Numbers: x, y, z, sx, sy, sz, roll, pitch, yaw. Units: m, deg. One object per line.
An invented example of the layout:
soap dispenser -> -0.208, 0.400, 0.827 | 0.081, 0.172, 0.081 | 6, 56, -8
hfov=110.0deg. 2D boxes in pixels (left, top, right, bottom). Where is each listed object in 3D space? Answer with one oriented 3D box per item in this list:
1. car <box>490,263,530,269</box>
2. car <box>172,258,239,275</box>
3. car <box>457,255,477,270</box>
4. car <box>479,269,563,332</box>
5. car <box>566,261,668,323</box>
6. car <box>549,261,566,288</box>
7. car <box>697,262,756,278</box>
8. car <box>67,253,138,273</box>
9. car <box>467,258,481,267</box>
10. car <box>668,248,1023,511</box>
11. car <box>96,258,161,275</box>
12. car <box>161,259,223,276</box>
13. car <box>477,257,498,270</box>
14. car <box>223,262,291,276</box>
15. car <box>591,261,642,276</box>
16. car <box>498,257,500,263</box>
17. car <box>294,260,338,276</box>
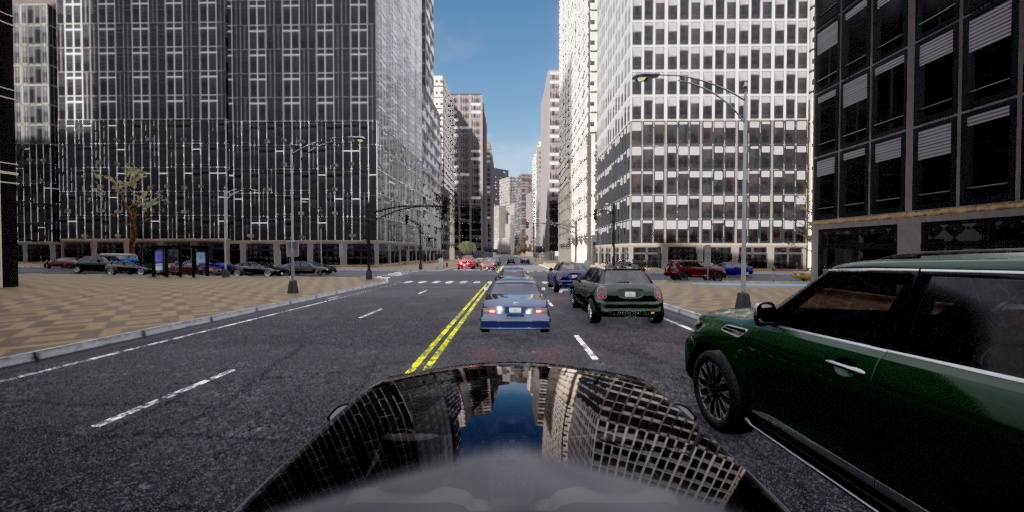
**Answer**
car -> 0.054, 1.304, 20.014 | 1.994, 1.385, 4.181 | 0, 0, 0
car -> -29.850, 0.976, 35.033 | 5.008, 1.535, 1.882 | 1, 1, 1
car -> -6.714, 0.933, 53.353 | 2.150, 2.045, 5.566 | 0, 0, 0
car -> 0.080, 1.293, 10.771 | 2.033, 1.411, 5.357 | 0, 0, 0
car -> 3.325, 1.097, 12.217 | 2.097, 1.767, 4.553 | 0, 0, 0
car -> 3.303, 1.091, 21.082 | 2.097, 1.767, 4.553 | 0, 0, 0
car -> 22.343, 1.391, 37.453 | 5.008, 1.535, 1.882 | 0, 1, 1
car -> -39.881, 0.759, 35.219 | 4.553, 1.767, 2.097 | 1, 1, 1
car -> -6.710, 1.177, 63.698 | 1.882, 1.535, 5.008 | 0, 0, 1
car -> 3.345, 0.971, 2.371 | 2.150, 2.045, 5.566 | 0, 0, 0
car -> -34.170, 1.068, 32.477 | 4.313, 1.339, 1.948 | 0, 0, 1
car -> -28.489, 1.136, 32.318 | 4.207, 1.307, 1.802 | 0, 0, 1
car -> -3.433, 1.066, 51.209 | 2.097, 1.767, 4.553 | 0, 0, -1
car -> -22.805, 1.172, 32.198 | 4.313, 1.339, 1.948 | 0, 0, 1
car -> 10.965, 1.315, 37.809 | 4.892, 1.490, 1.837 | 1, 1, 3
car -> -3.472, 1.229, 60.053 | 1.812, 1.442, 4.674 | 0, 0, 0
car -> -19.990, 1.135, 34.855 | 5.357, 1.411, 2.033 | 1, 1, 1
